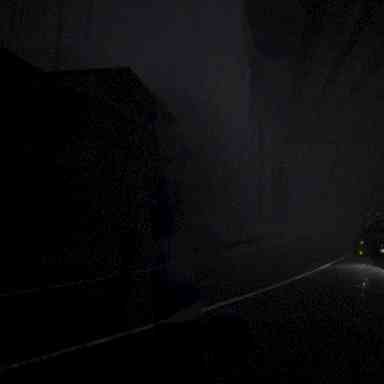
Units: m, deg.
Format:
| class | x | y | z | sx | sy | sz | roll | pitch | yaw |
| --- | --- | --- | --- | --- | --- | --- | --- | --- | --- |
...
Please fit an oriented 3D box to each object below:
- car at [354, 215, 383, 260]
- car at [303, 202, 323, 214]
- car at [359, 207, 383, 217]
| class | x | y | z | sx | sy | sz | roll | pitch | yaw |
| --- | --- | --- | --- | --- | --- | --- | --- | --- | --- |
| car | 7.430 | 1.789 | 12.476 | 1.994 | 1.385 | 4.181 | 0 | -1 | 35 |
| car | 18.993 | 2.725 | 52.829 | 1.895 | 1.301 | 4.718 | 0 | -1 | 10 |
| car | 19.966 | 2.355 | 36.363 | 2.033 | 1.411 | 5.357 | 0 | -1 | 10 |
